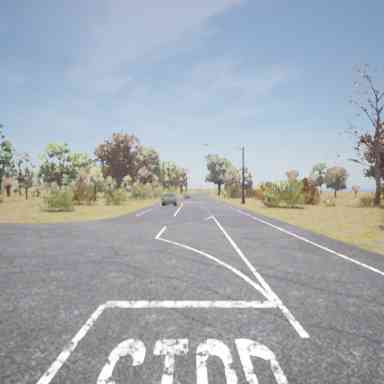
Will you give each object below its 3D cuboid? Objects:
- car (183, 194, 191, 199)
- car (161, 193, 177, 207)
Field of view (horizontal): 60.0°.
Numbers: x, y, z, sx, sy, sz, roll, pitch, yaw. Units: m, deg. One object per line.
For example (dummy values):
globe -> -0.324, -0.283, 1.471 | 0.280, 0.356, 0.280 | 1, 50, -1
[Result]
car -> -1.592, 1.283, 94.942 | 1.837, 1.490, 4.892 | 0, 0, 7
car -> -3.401, 1.150, 50.959 | 2.150, 2.045, 5.566 | 0, 0, 0
